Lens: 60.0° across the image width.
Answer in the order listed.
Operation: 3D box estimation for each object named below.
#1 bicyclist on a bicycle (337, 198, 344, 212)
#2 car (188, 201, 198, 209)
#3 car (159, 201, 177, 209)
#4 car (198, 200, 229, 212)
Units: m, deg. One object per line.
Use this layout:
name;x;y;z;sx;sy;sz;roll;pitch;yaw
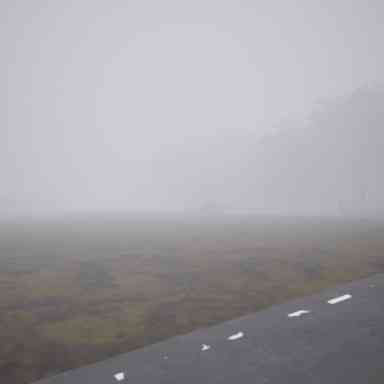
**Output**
bicyclist on a bicycle;17.994;1.594;40.260;1.656;1.620;0.582;-1;-1;-35
car;1.267;2.261;58.444;1.882;1.535;5.008;-1;-1;-35
car;-4.874;2.550;66.981;2.128;1.511;4.902;-1;-1;-35
car;3.549;1.993;50.266;2.097;1.767;4.553;-1;-1;-35
